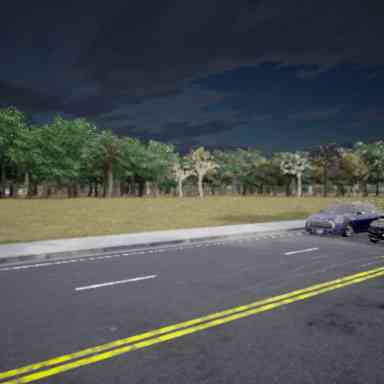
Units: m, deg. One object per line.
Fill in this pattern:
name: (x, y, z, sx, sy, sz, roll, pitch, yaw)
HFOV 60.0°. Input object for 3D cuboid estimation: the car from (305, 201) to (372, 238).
car: (7.989, 1.314, 17.370, 4.553, 1.767, 2.097, 0, 0, -36)

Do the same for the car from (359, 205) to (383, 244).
car: (9.688, 1.440, 14.591, 5.008, 1.535, 1.882, 0, 0, -35)
